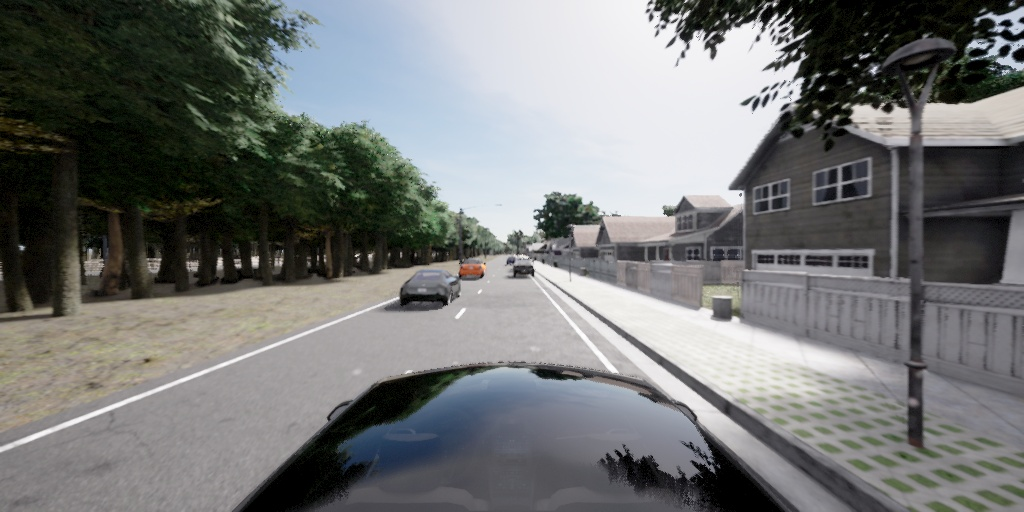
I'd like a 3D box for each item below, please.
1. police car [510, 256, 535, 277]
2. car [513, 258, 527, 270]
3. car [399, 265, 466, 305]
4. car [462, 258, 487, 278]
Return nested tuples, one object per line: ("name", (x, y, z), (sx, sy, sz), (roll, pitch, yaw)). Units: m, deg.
("police car", (1.047, 1.060, 33.206), (1.930, 1.638, 5.238), (0, 0, 0))
("car", (1.044, 1.077, 49.095), (1.812, 1.442, 4.674), (0, 0, 0))
("car", (-3.403, 1.261, 15.598), (1.994, 1.385, 4.181), (0, 0, 0))
("car", (-3.406, 0.991, 31.921), (2.097, 1.767, 4.553), (0, 0, 0))
